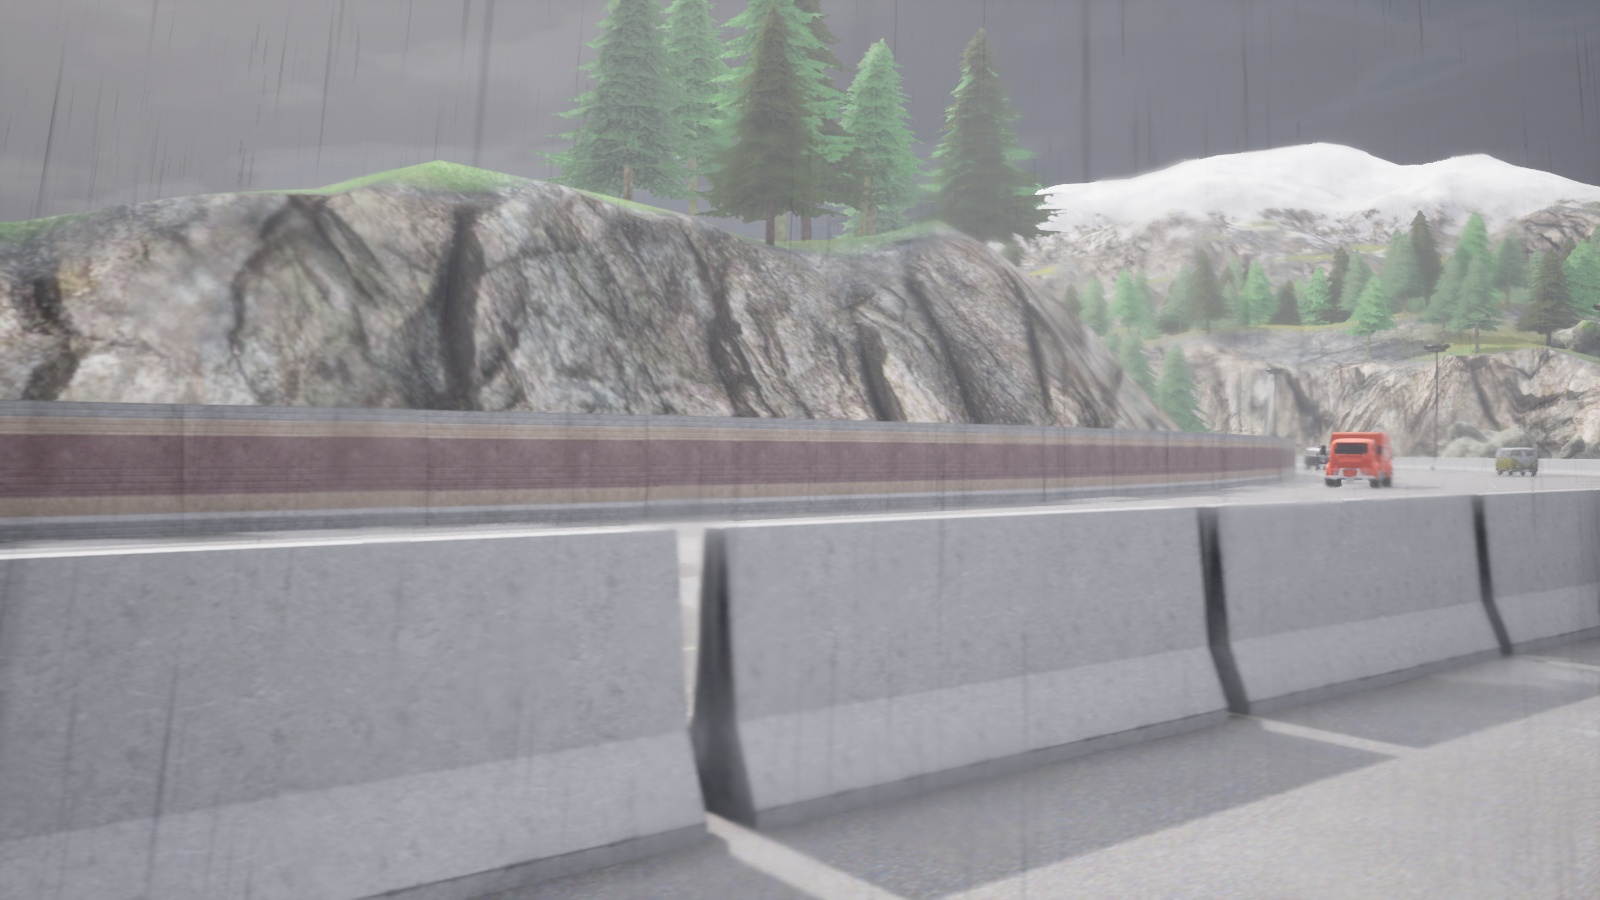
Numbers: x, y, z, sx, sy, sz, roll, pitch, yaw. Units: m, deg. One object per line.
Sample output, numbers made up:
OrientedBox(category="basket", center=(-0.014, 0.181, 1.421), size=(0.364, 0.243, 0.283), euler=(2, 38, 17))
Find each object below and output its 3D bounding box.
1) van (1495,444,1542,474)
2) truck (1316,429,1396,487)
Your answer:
OrientedBox(category="van", center=(49.117, 0.612, 85.903), size=(1.775, 1.987, 4.442), euler=(0, 0, 15))
OrientedBox(category="truck", center=(24.845, 0.349, 56.007), size=(2.627, 2.467, 5.204), euler=(0, 0, 31))
